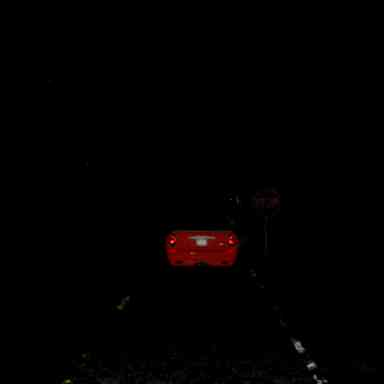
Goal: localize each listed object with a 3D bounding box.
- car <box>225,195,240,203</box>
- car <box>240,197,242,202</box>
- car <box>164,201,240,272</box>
[{"bbox_3d":[7.212,1.492,62.005,2.128,1.511,4.902,0,0,14],"label":"car"},{"bbox_3d":[9.707,1.433,72.449,1.837,1.490,4.892,0,0,15],"label":"car"},{"bbox_3d":[0.368,1.354,10.959,2.097,1.767,4.553,0,0,3],"label":"car"}]
